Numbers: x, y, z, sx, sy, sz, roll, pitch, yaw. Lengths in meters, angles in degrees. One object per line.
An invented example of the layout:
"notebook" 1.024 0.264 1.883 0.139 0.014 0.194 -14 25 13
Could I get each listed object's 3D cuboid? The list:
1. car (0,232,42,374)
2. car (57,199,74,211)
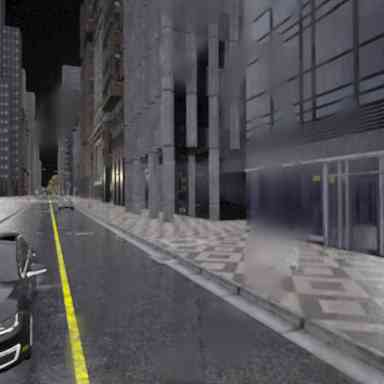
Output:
"car" -3.617 1.507 5.533 1.837 1.490 4.892 0 0 -23
"car" -15.684 1.556 41.297 2.033 1.411 5.357 0 0 -24
